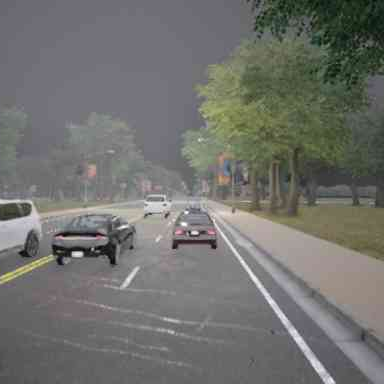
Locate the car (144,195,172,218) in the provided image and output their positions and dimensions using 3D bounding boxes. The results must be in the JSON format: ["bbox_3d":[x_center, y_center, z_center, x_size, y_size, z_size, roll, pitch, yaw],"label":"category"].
[{"bbox_3d":[-3.147,1.299,31.113,2.150,2.045,5.566,0,0,0],"label":"car"}]

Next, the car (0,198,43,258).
[{"bbox_3d":[-6.545,1.230,9.913,2.150,2.045,5.566,0,0,1],"label":"car"}]

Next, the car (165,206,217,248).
[{"bbox_3d":[0.101,1.563,14.829,2.033,1.411,5.357,0,0,0],"label":"car"}]

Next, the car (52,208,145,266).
[{"bbox_3d":[-3.149,1.500,11.572,2.128,1.511,4.902,0,0,0],"label":"car"}]

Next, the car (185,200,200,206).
[{"bbox_3d":[0.104,1.674,39.505,2.033,1.411,5.357,0,0,0],"label":"car"}]
